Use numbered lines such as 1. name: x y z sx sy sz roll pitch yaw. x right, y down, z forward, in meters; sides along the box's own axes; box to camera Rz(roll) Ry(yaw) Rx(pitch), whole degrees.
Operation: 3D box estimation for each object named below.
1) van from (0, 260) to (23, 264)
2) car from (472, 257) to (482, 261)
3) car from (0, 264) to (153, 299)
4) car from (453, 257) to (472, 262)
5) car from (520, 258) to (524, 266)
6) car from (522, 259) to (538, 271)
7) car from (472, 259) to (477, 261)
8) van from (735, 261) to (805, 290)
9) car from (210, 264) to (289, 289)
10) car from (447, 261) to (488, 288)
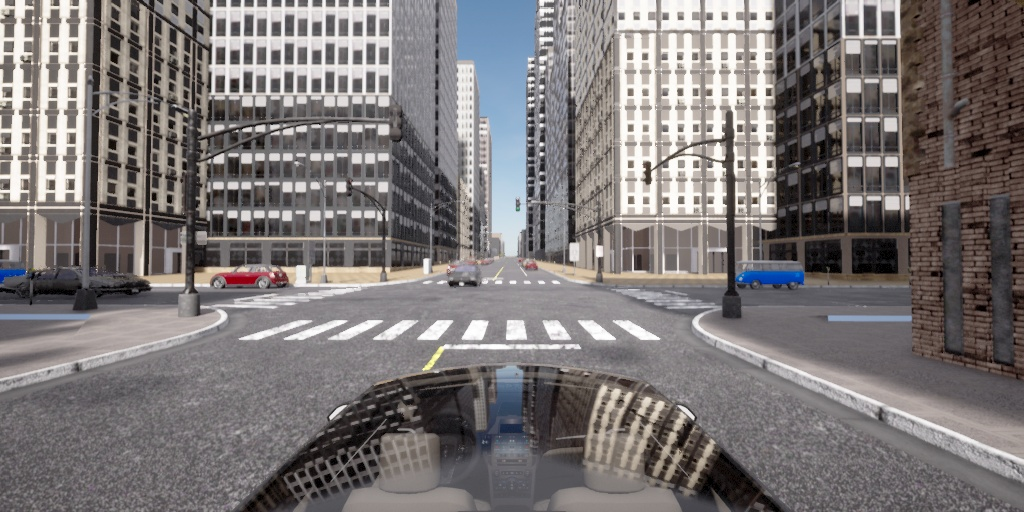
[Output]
1. van: -33.456 1.116 22.589 3.998 1.789 1.690 0 0 0
2. car: -5.731 1.046 49.162 2.192 1.841 5.009 0 0 0
3. car: -20.290 1.232 16.794 5.357 1.411 2.033 0 -1 0
4. car: -5.722 1.175 38.012 1.967 1.591 4.097 0 0 0
5. car: 2.640 1.252 60.557 1.751 1.417 4.829 0 0 0
6. car: 2.649 1.313 49.232 1.802 1.307 4.207 0 0 0
7. car: -5.727 1.315 43.587 1.802 1.307 4.207 0 0 0
8. van: 15.963 1.194 22.521 3.998 1.789 1.690 0 0 0
9. car: -16.510 1.239 22.566 4.097 1.591 1.967 0 0 0
10. car: -3.020 1.289 24.197 2.033 1.411 5.357 0 0 0
